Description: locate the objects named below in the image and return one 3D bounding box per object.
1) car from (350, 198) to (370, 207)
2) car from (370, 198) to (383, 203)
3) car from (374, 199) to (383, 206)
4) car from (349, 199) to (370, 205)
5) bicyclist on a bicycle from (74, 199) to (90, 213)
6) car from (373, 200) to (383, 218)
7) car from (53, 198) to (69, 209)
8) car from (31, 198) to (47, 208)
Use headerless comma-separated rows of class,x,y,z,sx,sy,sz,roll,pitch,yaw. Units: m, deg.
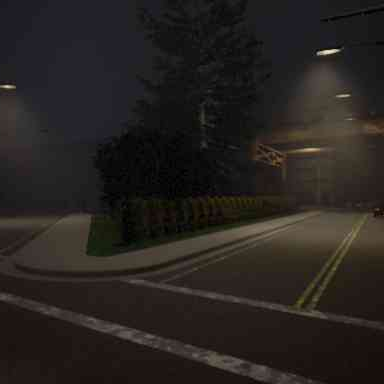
car,33.073,2.151,65.735,4.974,1.542,2.038,1,-1,-36
car,36.554,2.142,63.437,2.038,1.542,4.974,0,-1,9
car,36.563,1.985,63.489,1.853,1.218,4.536,0,-1,9
car,33.115,1.994,65.767,4.536,1.218,1.853,1,-1,-36
bicyclist on a bicycle,-12.308,1.591,37.200,1.656,1.620,0.582,0,-1,-16
car,20.040,1.897,34.741,1.812,1.442,4.674,0,-1,29
car,-21.417,1.768,54.376,2.097,1.767,4.553,0,-1,-16
car,-25.159,1.933,54.687,1.812,1.442,4.674,0,-1,-16
